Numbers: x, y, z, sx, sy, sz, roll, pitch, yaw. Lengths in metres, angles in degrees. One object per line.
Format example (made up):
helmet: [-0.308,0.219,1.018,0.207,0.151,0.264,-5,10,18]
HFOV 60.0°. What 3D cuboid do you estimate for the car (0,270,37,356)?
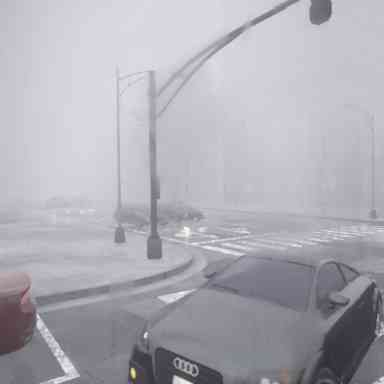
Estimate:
car: [-4.196,1.545,3.665,4.507,1.381,1.887,0,-1,-36]

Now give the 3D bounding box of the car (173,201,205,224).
car: [-1.303,1.410,24.329,2.033,1.411,5.357,-1,1,-36]

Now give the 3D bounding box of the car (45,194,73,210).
car: [-15.943,1.249,39.269,1.837,1.490,4.892,-1,1,-35]

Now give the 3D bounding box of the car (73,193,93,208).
car: [-14.118,1.177,42.316,2.128,1.511,4.902,-1,1,-35]

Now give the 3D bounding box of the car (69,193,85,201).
car: [-22.856,0.926,66.030,1.812,1.442,4.674,-1,1,-36]

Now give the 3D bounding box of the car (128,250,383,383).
car: [1.193,1.563,4.526,1.994,1.385,4.181,1,0,39]

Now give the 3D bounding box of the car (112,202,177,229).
car: [-3.475,1.464,21.778,2.033,1.411,5.357,-1,1,-36]
